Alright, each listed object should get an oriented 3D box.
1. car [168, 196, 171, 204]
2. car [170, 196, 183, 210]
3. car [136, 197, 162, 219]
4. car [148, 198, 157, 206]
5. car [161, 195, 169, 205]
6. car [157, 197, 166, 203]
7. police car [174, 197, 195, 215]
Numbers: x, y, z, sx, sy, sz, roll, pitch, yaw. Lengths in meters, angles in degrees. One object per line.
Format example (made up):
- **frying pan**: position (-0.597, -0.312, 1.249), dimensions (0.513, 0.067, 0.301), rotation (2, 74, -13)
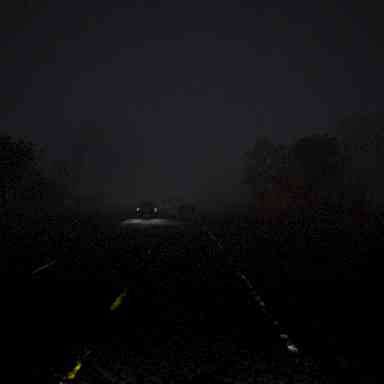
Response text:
- **car**: position (-2.326, 1.750, 55.364), dimensions (2.150, 2.045, 5.566), rotation (0, -1, -7)
- **car**: position (-1.669, 1.818, 49.309), dimensions (2.097, 1.767, 4.553), rotation (0, -1, -6)
- **car**: position (-4.297, 1.662, 32.764), dimensions (2.097, 1.767, 4.553), rotation (0, -1, -4)
- **car**: position (-8.605, 2.187, 72.894), dimensions (1.837, 1.490, 4.892), rotation (0, -1, -8)
- **car**: position (-5.571, 1.788, 73.296), dimensions (2.150, 2.045, 5.566), rotation (0, -1, -9)
- **car**: position (-8.338, 2.184, 89.729), dimensions (1.837, 1.490, 4.892), rotation (0, -1, -11)
- **police car**: position (-0.758, 1.797, 39.442), dimensions (1.930, 1.638, 5.238), rotation (0, -1, -5)
